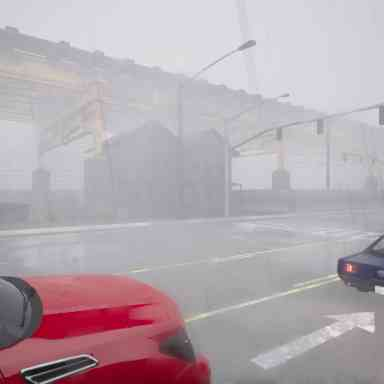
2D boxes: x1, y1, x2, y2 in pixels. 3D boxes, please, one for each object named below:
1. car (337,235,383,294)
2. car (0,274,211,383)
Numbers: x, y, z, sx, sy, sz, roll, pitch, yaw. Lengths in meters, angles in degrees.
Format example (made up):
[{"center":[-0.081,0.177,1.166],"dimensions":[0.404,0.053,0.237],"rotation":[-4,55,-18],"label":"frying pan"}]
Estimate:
[{"center":[5.462,1.601,7.639],"dimensions":[4.718,1.301,1.895],"rotation":[0,0,-35],"label":"car"},{"center":[-2.492,1.221,1.968],"dimensions":[5.566,2.045,2.150],"rotation":[0,0,-36],"label":"car"}]
